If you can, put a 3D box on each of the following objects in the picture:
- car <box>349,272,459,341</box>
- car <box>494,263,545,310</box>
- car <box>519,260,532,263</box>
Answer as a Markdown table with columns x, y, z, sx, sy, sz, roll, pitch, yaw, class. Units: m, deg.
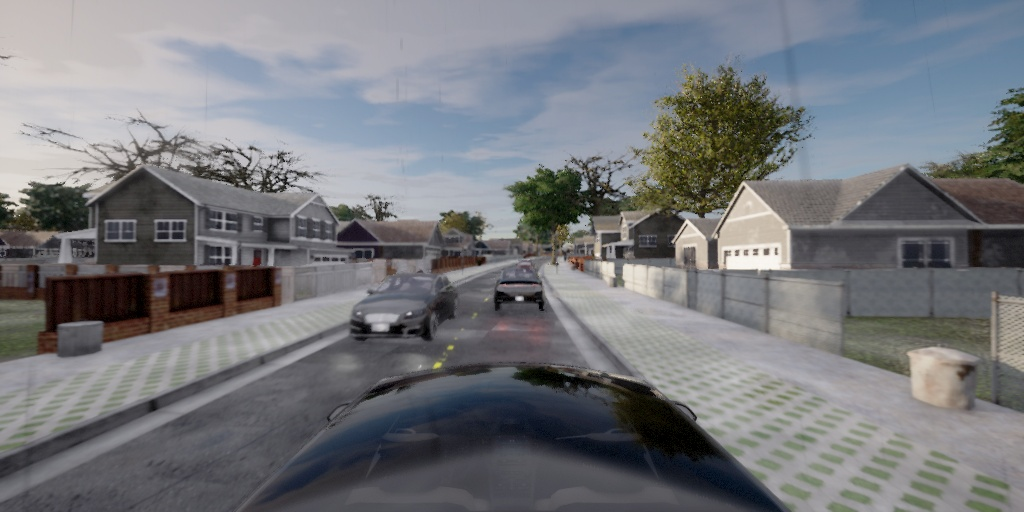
| x | y | z | sx | sy | sz | roll | pitch | yaw | class |
| --- | --- | --- | --- | --- | --- | --- | --- | --- | --- |
| -2.685 | 1.229 | 9.928 | 2.128 | 1.511 | 4.902 | 0 | 0 | 1 | car |
| 0.313 | 1.218 | 14.521 | 2.128 | 1.511 | 4.902 | 0 | 0 | 1 | car |
| 1.307 | 1.151 | 35.209 | 1.812 | 1.442 | 4.674 | 0 | 0 | 4 | car |
